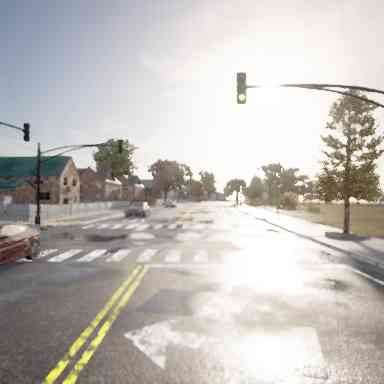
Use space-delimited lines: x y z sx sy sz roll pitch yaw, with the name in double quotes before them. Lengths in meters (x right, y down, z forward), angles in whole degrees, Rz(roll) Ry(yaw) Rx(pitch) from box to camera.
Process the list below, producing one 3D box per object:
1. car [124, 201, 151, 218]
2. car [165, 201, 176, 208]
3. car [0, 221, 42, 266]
"car" -5.745 1.817 35.483 2.097 1.767 4.553 0 -1 2
"car" -4.114 2.423 64.550 1.812 1.442 4.674 0 -1 4
"car" -6.408 1.662 10.401 1.812 1.442 4.674 0 -1 1
